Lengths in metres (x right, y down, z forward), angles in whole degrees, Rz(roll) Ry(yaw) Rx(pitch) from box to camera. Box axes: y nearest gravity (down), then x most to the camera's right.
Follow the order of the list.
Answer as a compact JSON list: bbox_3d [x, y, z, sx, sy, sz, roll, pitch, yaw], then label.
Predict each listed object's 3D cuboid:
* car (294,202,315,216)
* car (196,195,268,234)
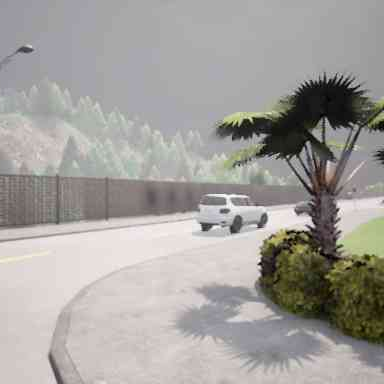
[{"bbox_3d":[11.419,1.585,31.867,1.895,1.301,4.718,0,0,36],"label":"car"},{"bbox_3d":[2.471,1.197,19.440,2.150,2.045,5.566,0,-1,36],"label":"car"}]
